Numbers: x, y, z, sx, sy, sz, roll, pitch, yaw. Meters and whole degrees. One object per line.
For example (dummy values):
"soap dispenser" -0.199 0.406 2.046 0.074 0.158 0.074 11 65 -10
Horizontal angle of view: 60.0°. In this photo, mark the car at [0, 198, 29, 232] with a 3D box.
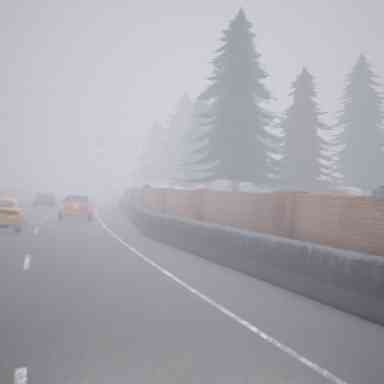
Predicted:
"car" -9.292 1.020 16.429 1.882 1.535 5.008 3 0 -22

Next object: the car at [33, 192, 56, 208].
"car" -15.054 0.762 34.454 2.128 1.511 4.902 3 0 -15

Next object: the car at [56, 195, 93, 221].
"car" -8.147 0.964 23.432 2.097 1.767 4.553 3 0 -19

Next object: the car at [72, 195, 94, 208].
"car" -12.188 1.024 37.405 1.895 1.301 4.718 3 0 -13
